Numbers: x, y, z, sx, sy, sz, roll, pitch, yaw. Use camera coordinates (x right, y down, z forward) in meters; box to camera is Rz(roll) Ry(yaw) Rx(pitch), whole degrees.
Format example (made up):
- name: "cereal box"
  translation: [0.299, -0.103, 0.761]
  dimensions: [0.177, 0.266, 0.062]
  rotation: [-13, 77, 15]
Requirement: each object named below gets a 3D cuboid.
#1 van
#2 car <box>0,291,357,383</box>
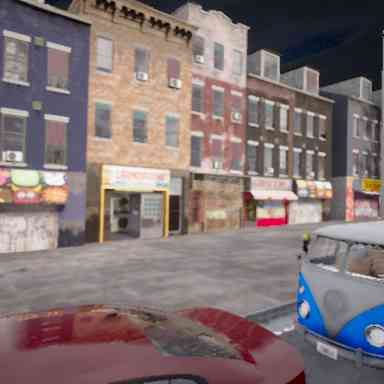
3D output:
- name: "van"
  translation: [3.314, 1.349, 5.140]
  dimensions: [3.998, 1.788, 1.690]
  rotation: [0, 2, -35]
- name: "car"
  translation: [-1.197, 1.545, 1.931]
  dimensions: [4.507, 1.381, 1.887]
  rotation: [0, 2, -35]
